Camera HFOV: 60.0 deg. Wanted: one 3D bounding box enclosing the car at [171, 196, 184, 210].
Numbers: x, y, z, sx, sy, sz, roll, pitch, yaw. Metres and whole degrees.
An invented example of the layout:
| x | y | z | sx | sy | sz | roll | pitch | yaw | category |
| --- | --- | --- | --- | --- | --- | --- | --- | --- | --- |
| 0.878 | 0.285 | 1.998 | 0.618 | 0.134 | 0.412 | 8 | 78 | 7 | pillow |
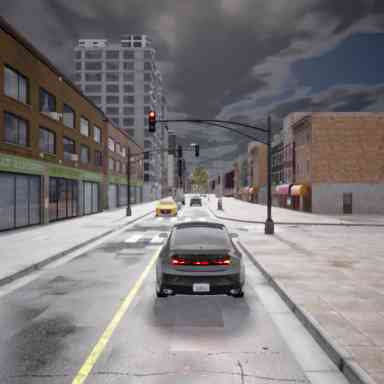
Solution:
| x | y | z | sx | sy | sz | roll | pitch | yaw | category |
| --- | --- | --- | --- | --- | --- | --- | --- | --- | --- |
| -2.427 | 1.598 | 43.636 | 1.895 | 1.301 | 4.718 | 0 | 0 | 1 | car |

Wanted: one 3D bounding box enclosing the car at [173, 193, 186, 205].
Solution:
| x | y | z | sx | sy | sz | roll | pitch | yaw | category |
| --- | --- | --- | --- | --- | --- | --- | --- | --- | --- |
| -2.284 | 1.209 | 57.327 | 2.150 | 2.045 | 5.566 | 0 | 0 | 0 | car |

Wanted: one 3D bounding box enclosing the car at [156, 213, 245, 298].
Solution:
| x | y | z | sx | sy | sz | roll | pitch | yaw | category |
| --- | --- | --- | --- | --- | --- | --- | --- | --- | --- |
| 0.176 | 1.505 | 8.526 | 1.837 | 1.490 | 4.892 | 0 | 0 | 0 | car |

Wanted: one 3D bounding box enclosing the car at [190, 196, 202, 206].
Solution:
| x | y | z | sx | sy | sz | roll | pitch | yaw | category |
| --- | --- | --- | --- | --- | --- | --- | --- | --- | --- |
| 0.640 | 1.494 | 55.680 | 1.837 | 1.490 | 4.892 | 0 | 0 | 1 | car |

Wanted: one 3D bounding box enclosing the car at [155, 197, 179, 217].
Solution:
| x | y | z | sx | sy | sz | roll | pitch | yaw | category |
| --- | --- | --- | --- | --- | --- | --- | --- | --- | --- |
| -2.391 | 1.479 | 31.408 | 1.882 | 1.535 | 5.008 | 0 | 0 | -2 | car |
